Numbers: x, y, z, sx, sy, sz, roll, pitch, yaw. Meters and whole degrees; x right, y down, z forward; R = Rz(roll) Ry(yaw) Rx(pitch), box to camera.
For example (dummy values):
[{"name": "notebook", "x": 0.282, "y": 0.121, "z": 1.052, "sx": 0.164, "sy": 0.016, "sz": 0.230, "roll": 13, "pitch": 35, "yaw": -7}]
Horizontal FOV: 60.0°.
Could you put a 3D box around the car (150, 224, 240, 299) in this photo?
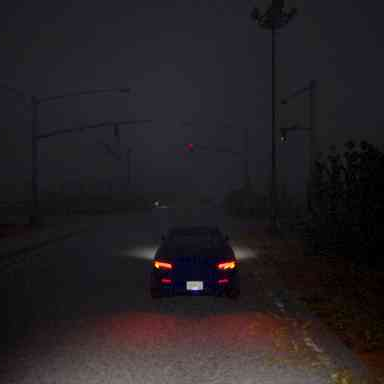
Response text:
[{"name": "car", "x": 0.073, "y": 1.522, "z": 8.313, "sx": 1.812, "sy": 1.442, "sz": 4.674, "roll": 0, "pitch": 0, "yaw": 1}]

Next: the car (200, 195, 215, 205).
[{"name": "car", "x": 2.227, "y": 1.057, "z": 47.017, "sx": 1.895, "sy": 1.301, "sz": 4.718, "roll": 0, "pitch": 2, "yaw": 6}]
